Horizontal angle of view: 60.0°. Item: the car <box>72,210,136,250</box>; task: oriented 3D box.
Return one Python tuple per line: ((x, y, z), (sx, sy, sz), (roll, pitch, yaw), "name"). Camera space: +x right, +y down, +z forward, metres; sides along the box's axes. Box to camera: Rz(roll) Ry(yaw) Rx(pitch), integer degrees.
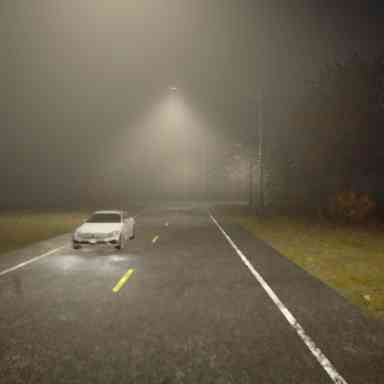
((-3.596, 1.519, 14.377), (1.812, 1.442, 4.674), (0, 0, 0), "car")
